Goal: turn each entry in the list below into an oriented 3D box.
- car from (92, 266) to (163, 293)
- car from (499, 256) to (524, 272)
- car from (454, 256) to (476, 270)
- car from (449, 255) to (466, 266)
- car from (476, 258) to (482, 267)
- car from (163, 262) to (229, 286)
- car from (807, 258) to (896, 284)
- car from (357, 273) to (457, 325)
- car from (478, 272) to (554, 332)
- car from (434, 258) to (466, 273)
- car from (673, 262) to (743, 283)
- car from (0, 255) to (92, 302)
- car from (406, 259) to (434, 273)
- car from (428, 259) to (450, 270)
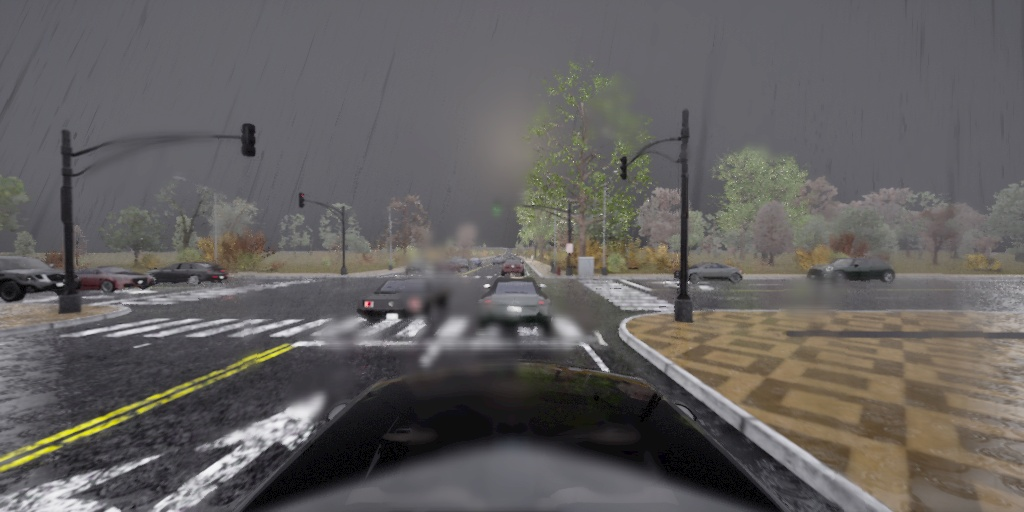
[{"bbox_3d":[-22.821,1.278,20.197,4.181,1.385,1.994,0,1,3],"label":"car"},{"bbox_3d":[0.116,0.949,35.148,2.097,1.767,4.553,0,0,1],"label":"car"},{"bbox_3d":[-6.365,1.035,47.347,1.837,1.490,4.892,0,0,1],"label":"car"},{"bbox_3d":[-9.318,0.802,61.817,2.097,1.767,4.553,0,0,1],"label":"car"},{"bbox_3d":[-6.121,0.988,59.801,1.812,1.442,4.674,0,0,1],"label":"car"},{"bbox_3d":[-21.404,1.151,23.579,4.892,1.490,1.837,0,1,3],"label":"car"},{"bbox_3d":[22.850,0.898,24.266,4.553,1.767,2.097,0,1,3],"label":"car"},{"bbox_3d":[-3.164,1.352,11.703,1.895,1.301,4.718,0,-1,0],"label":"car"},{"bbox_3d":[0.090,1.307,10.718,1.994,1.385,4.181,0,-1,0],"label":"car"},{"bbox_3d":[-6.519,1.180,38.118,1.895,1.301,4.718,0,0,1],"label":"car"},{"bbox_3d":[13.431,1.119,24.710,4.181,1.385,1.994,0,1,3],"label":"car"},{"bbox_3d":[-23.991,1.001,16.987,5.566,2.045,2.150,0,1,3],"label":"car"},{"bbox_3d":[-9.767,1.082,38.242,1.837,1.490,4.892,0,0,1],"label":"car"},{"bbox_3d":[-9.611,1.130,47.477,1.895,1.301,4.718,0,0,1],"label":"car"}]
